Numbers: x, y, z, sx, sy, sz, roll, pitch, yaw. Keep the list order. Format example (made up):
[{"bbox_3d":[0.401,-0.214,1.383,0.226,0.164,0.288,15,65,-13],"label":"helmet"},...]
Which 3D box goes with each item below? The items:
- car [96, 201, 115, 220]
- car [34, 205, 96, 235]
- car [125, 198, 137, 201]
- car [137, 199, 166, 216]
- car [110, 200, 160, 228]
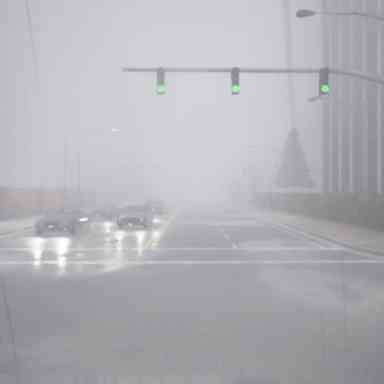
[{"bbox_3d":[-7.090,1.485,27.414,1.812,1.442,4.674,0,0,0],"label":"car"},{"bbox_3d":[-7.099,1.546,18.659,1.994,1.385,4.181,0,0,-1],"label":"car"},{"bbox_3d":[-7.037,1.453,39.136,1.812,1.442,4.674,0,0,0],"label":"car"},{"bbox_3d":[-3.580,1.437,31.710,2.128,1.511,4.902,0,0,0],"label":"car"},{"bbox_3d":[-3.593,1.518,22.085,2.033,1.411,5.357,0,0,0],"label":"car"}]
